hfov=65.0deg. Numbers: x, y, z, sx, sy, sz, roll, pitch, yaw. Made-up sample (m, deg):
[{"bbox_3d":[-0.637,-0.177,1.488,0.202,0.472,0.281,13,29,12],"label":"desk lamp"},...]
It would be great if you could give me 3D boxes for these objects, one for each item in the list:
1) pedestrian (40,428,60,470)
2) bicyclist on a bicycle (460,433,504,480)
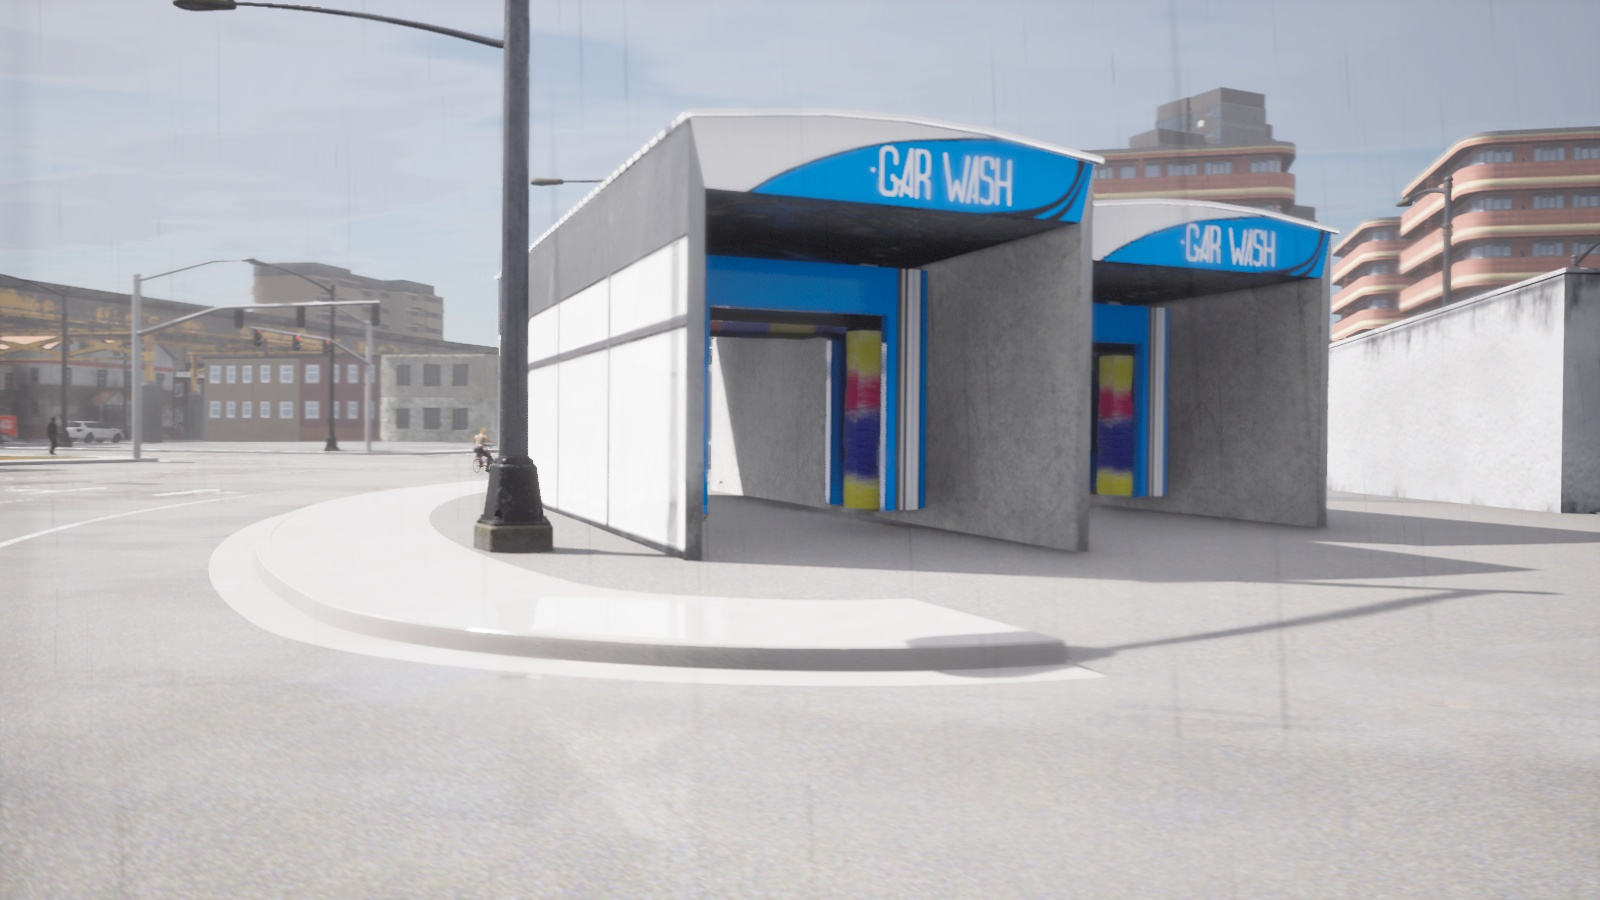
[{"bbox_3d":[-34.550,-0.050,57.862,0.692,1.930,0.395,0,1,12],"label":"pedestrian"},{"bbox_3d":[-11.100,0.212,43.916,0.866,1.612,1.509,0,1,14],"label":"bicyclist on a bicycle"}]
